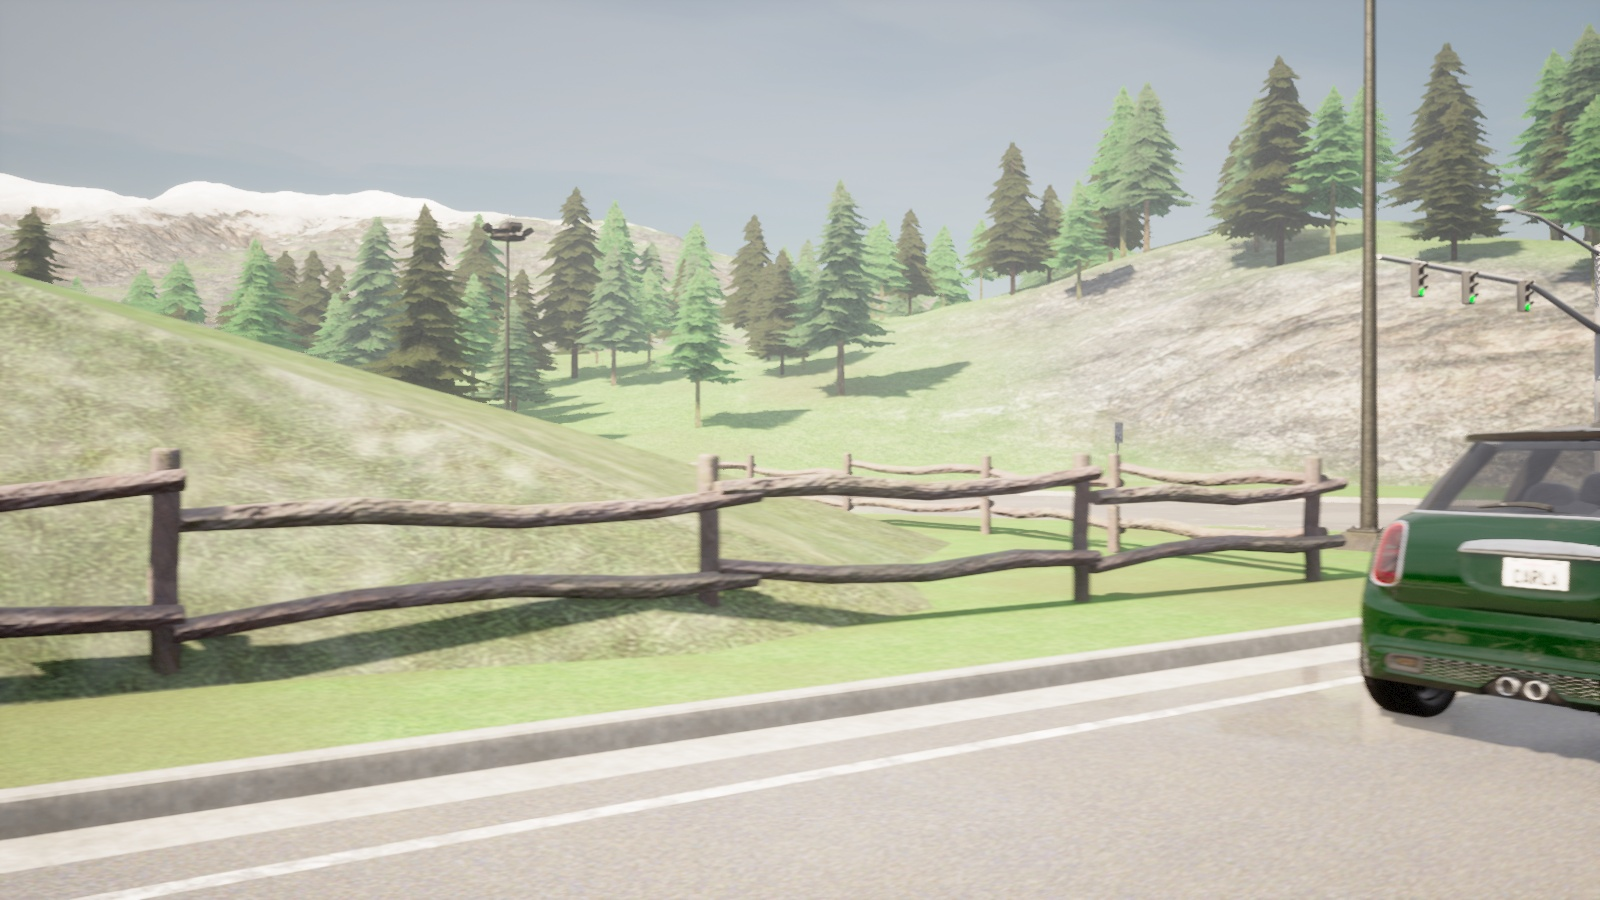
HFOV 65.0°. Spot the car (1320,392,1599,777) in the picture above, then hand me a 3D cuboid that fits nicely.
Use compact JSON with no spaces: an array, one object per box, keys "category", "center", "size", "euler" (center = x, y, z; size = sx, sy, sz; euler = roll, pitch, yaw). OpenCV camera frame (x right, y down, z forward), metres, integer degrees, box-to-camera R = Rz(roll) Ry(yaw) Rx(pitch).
[{"category":"car","center":[5.339,0.621,7.375],"size":[4.553,1.767,2.097],"euler":[0,0,-35]}]
